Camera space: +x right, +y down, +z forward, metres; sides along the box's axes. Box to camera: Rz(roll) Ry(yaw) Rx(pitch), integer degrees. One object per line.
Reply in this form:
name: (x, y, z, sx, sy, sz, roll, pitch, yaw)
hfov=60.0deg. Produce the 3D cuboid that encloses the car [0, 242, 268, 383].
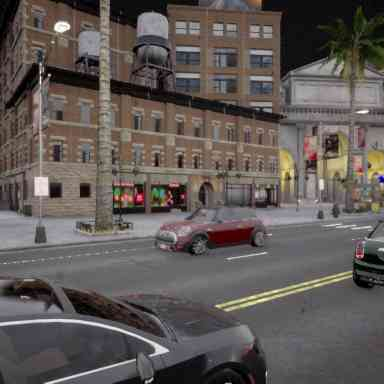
car: (-1.477, 1.505, 2.685, 4.892, 1.490, 1.837, 0, 0, -36)

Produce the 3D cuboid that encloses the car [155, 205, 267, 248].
car: (0.808, 1.352, 13.154, 4.553, 1.767, 2.097, 0, 0, -35)

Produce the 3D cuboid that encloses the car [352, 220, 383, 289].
car: (5.902, 1.352, 7.977, 4.553, 1.767, 2.097, 0, 0, -35)
